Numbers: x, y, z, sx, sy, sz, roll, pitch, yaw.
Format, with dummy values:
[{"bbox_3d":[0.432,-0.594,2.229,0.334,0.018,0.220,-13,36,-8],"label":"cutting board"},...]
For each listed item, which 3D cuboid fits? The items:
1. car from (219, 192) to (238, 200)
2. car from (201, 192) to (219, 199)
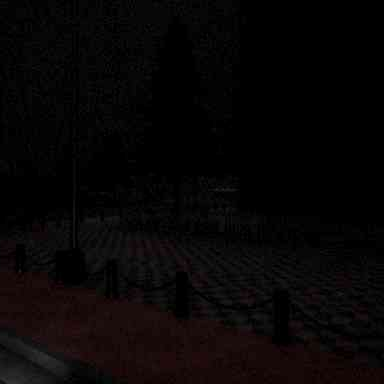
[{"bbox_3d":[9.555,1.217,84.732,3.633,1.501,1.845,0,0,35],"label":"car"},{"bbox_3d":[5.196,1.200,91.436,3.806,1.475,1.970,0,0,35],"label":"car"}]
